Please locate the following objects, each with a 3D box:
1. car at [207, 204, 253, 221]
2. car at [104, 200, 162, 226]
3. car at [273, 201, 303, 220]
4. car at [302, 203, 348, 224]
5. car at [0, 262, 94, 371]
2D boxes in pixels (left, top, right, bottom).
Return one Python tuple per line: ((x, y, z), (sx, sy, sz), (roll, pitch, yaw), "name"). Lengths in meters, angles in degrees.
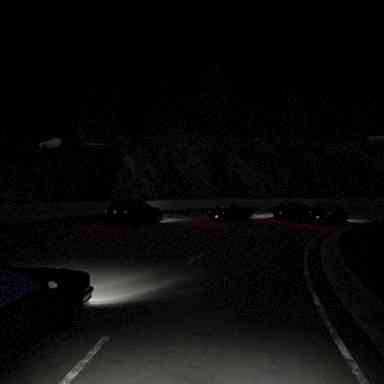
((3.274, 1.628, 27.744), (1.895, 1.301, 4.718), (0, 0, 37), "car")
((-3.984, 1.324, 23.302), (2.097, 1.767, 4.553), (1, 0, 28), "car")
((8.896, 1.548, 28.882), (1.882, 1.535, 5.008), (0, 0, 43), "car")
((10.411, 1.607, 25.344), (1.812, 1.442, 4.674), (0, 0, 40), "car")
((-3.039, 1.525, 3.841), (2.033, 1.411, 5.357), (0, 0, 7), "car")
